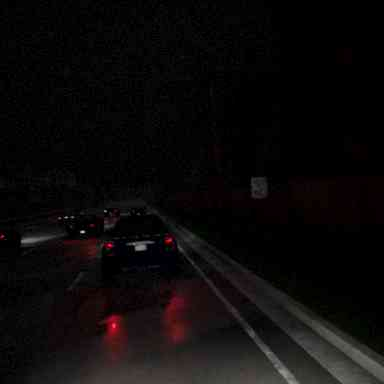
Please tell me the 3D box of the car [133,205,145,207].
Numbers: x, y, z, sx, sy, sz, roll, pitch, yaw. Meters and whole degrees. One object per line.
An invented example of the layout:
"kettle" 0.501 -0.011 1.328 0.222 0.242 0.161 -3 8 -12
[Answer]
"car" -6.607 2.309 41.257 1.895 1.301 4.718 -4 0 -9

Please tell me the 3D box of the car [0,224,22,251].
"car" -9.479 2.200 15.281 2.128 1.511 4.902 -4 0 -9

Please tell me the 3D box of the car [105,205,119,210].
"car" -10.588 2.505 43.940 1.812 1.442 4.674 -4 0 -9

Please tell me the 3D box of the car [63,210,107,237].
"car" -7.147 2.214 22.773 1.895 1.301 4.718 -4 0 -9

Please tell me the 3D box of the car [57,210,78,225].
"car" -12.641 2.593 34.805 2.033 1.411 5.357 -4 0 -9

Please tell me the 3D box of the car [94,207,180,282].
"car" -1.700 1.534 10.883 2.097 1.767 4.553 -4 -1 -9
